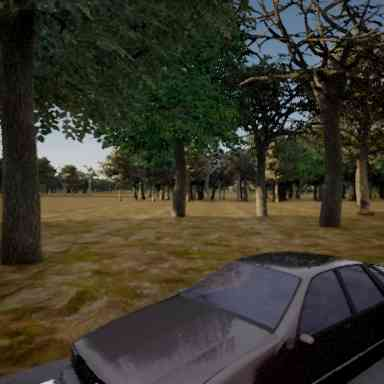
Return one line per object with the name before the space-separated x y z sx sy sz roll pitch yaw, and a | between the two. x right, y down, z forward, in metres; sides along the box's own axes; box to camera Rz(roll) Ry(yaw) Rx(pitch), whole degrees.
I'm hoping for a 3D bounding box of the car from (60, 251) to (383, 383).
car | 1.252 1.563 4.361 5.357 1.411 2.033 0 0 -38
